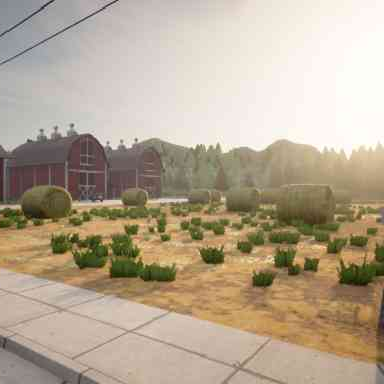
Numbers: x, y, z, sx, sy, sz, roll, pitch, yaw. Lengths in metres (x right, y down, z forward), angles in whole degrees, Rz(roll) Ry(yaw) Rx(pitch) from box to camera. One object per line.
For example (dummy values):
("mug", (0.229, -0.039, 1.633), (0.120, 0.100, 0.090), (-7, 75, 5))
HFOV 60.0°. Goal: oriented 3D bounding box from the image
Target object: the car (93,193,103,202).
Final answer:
("car", (-19.651, 1.118, 69.803), (1.905, 1.878, 3.866), (6, 1, -10))
